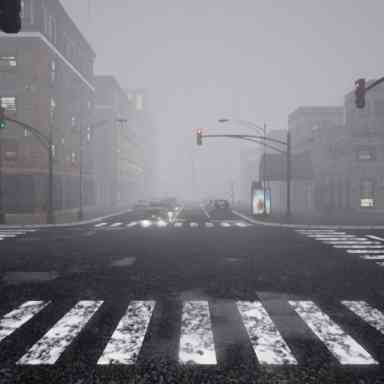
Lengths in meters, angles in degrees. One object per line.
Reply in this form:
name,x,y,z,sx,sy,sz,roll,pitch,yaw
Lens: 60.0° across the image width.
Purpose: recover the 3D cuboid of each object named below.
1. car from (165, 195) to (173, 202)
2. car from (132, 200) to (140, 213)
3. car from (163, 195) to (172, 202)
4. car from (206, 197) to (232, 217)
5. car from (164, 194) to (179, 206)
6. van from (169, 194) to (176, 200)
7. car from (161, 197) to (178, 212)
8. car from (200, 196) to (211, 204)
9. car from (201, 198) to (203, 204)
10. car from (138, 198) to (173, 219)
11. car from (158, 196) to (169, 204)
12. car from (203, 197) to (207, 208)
car,-5.647,1.592,82.932,1.752,1.417,4.829,-1,0,0
car,-5.674,1.561,37.529,2.008,1.369,4.403,0,0,0
car,-5.652,1.497,77.405,1.967,1.590,4.097,0,0,0
car,2.703,1.446,31.839,1.967,1.590,4.097,0,0,0
car,-3.058,1.529,51.398,1.837,1.490,4.892,0,0,0
van,-5.642,1.430,94.496,1.690,1.788,3.998,-1,0,0
car,-3.080,1.576,39.280,1.994,1.385,4.181,0,0,-1
car,2.724,1.591,66.020,2.008,1.369,4.403,-1,0,0
car,2.714,1.571,48.930,2.008,1.369,4.403,0,0,0
car,-3.084,1.552,29.275,2.033,1.411,5.357,0,0,0
car,-5.657,1.565,65.843,1.752,1.417,4.829,0,0,0
car,2.710,1.597,43.233,1.802,1.307,4.206,0,0,0
